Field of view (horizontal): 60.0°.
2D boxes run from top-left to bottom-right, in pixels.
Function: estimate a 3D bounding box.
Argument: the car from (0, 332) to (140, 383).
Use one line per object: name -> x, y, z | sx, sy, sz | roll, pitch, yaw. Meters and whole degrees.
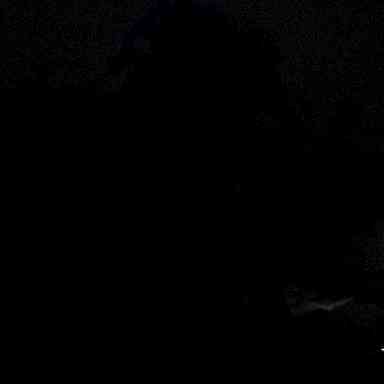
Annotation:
car -> -2.364, 1.610, 1.278 | 4.718, 1.301, 1.895 | 0, 0, -37
